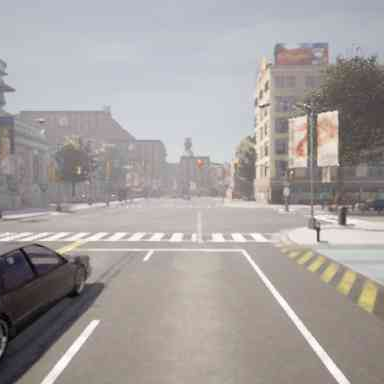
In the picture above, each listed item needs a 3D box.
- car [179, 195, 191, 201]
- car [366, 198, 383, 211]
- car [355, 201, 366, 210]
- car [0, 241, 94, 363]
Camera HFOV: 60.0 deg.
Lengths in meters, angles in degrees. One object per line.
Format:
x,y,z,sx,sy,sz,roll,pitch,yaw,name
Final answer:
-1.656,1.633,92.640,2.033,1.411,5.357,0,0,1,car
24.349,1.294,39.513,5.566,2.045,2.150,0,0,1,car
23.758,1.567,43.014,4.902,1.511,2.128,0,0,1,car
-3.335,1.549,5.558,2.033,1.411,5.357,0,0,1,car
